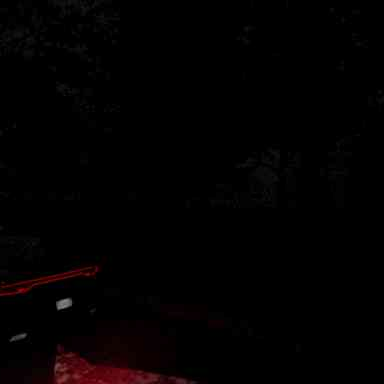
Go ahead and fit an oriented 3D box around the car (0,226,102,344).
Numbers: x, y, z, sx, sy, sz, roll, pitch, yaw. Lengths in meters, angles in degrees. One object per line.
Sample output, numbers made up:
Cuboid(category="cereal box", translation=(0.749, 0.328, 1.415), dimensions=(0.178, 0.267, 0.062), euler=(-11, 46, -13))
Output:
Cuboid(category="car", translation=(-3.796, 1.371, 6.085), dimensions=(5.008, 1.535, 1.882), euler=(1, 1, 35))
